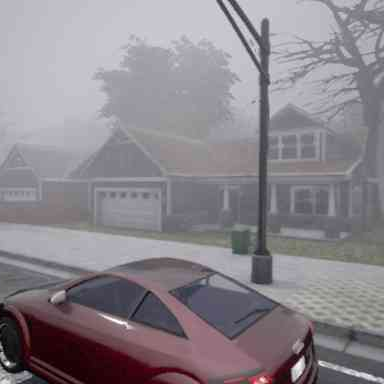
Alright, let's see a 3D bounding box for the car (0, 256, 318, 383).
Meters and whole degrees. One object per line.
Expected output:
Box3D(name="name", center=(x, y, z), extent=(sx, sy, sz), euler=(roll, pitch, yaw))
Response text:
Box3D(name="car", center=(-0.675, 1.549, 4.166), extent=(4.181, 1.385, 1.994), euler=(0, 0, 35))
